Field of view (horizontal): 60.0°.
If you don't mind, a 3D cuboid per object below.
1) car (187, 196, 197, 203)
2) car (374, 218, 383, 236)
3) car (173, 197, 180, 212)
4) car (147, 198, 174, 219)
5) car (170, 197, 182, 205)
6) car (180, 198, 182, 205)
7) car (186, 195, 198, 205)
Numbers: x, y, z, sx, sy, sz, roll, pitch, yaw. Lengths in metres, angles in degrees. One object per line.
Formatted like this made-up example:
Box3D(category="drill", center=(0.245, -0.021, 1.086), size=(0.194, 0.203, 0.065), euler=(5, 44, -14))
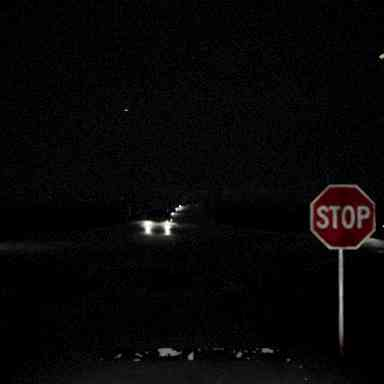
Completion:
Box3D(category="car", center=(0.006, 1.566, 71.032), size=(1.994, 1.385, 4.181), euler=(0, 0, 0))
Box3D(category="car", center=(11.501, 1.531, 16.406), size=(5.357, 1.411, 2.033), euler=(0, -1, -2))
Box3D(category="car", center=(-2.832, 1.558, 38.799), size=(2.033, 1.411, 5.357), euler=(0, 0, 0))
Box3D(category="car", center=(-2.793, 1.483, 28.989), size=(1.882, 1.535, 5.008), euler=(0, 0, -2))
Box3D(category="car", center=(-2.801, 1.617, 59.190), size=(1.895, 1.301, 4.718), euler=(0, 0, 0))
Box3D(category="car", center=(-2.819, 1.562, 48.932), size=(2.033, 1.411, 5.357), euler=(0, 0, 0))
Box3D(category="car", center=(0.037, 1.368, 60.827), size=(2.097, 1.767, 4.553), euler=(0, 0, 0))
